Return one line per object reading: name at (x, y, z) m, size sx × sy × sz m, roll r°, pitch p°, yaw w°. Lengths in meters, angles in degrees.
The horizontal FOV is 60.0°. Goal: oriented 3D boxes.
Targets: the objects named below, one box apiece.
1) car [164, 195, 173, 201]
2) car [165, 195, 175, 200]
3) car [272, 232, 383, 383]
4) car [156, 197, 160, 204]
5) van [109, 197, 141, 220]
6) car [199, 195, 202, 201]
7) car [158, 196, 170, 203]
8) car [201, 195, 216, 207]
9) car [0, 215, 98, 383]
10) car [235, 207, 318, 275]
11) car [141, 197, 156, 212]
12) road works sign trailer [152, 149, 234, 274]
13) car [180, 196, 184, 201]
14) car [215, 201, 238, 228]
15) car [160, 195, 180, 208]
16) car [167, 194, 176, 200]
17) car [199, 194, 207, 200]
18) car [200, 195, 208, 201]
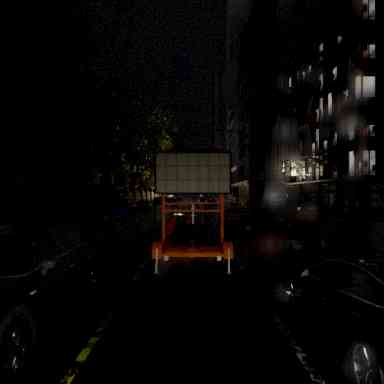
car at (-5.569, 1.392, 78.509) m, size 1.752 × 1.417 × 4.829 m, roll 0°, pitch 0°, yaw 0°
car at (-5.560, 1.398, 84.363) m, size 2.008 × 1.369 × 4.403 m, roll 0°, pitch 0°, yaw 0°
car at (2.700, 1.566, 4.783) m, size 1.947 × 1.339 × 4.313 m, roll 0°, pitch 0°, yaw 0°
car at (-5.603, 1.476, 55.948) m, size 1.887 × 1.381 × 4.507 m, roll 0°, pitch 0°, yaw 0°
van at (-5.645, 1.324, 27.534) m, size 1.690 × 1.788 × 3.998 m, roll 0°, pitch 0°, yaw 0°
car at (2.795, 1.446, 67.281) m, size 1.887 × 1.381 × 4.507 m, roll 0°, pitch 0°, yaw 0°
car at (-5.586, 1.452, 67.315) m, size 2.008 × 1.369 × 4.403 m, roll 0°, pitch 0°, yaw 0°
car at (2.769, 1.526, 50.237) m, size 1.802 × 1.307 × 4.206 m, roll 0°, pitch 0°, yaw 0°
car at (-3.094, 1.352, 5.323) m, size 2.097 × 1.767 × 4.553 m, roll 0°, pitch 0°, yaw 0°
car at (2.709, 1.438, 10.464) m, size 1.967 × 1.590 × 4.097 m, roll 0°, pitch 0°, yaw 0°
car at (-5.629, 1.547, 38.900) m, size 1.802 × 1.307 × 4.206 m, roll 0°, pitch 0°, yaw 0°
road works sign trailer at (0.031, 0.462, 10.526) m, size 2.380 × 3.560 × 2.880 m, roll 0°, pitch 0°, yaw 1°
car at (-2.886, 1.471, 77.420) m, size 1.895 × 1.301 × 4.718 m, roll 0°, pitch 0°, yaw 0°
car at (2.726, 1.515, 22.000) m, size 1.752 × 1.417 × 4.829 m, roll 0°, pitch 0°, yaw 0°
car at (-3.031, 1.477, 46.498) m, size 1.812 × 1.442 × 4.674 m, roll 0°, pitch 0°, yaw 0°
car at (-5.552, 1.379, 90.046) m, size 2.008 × 1.369 × 4.403 m, roll 0°, pitch 0°, yaw 0°
car at (2.828, 1.379, 90.007) m, size 2.008 × 1.369 × 4.403 m, roll 0°, pitch 0°, yaw 0°
car at (2.812, 1.432, 78.643) m, size 1.947 × 1.339 × 4.313 m, roll 0°, pitch 0°, yaw 0°
